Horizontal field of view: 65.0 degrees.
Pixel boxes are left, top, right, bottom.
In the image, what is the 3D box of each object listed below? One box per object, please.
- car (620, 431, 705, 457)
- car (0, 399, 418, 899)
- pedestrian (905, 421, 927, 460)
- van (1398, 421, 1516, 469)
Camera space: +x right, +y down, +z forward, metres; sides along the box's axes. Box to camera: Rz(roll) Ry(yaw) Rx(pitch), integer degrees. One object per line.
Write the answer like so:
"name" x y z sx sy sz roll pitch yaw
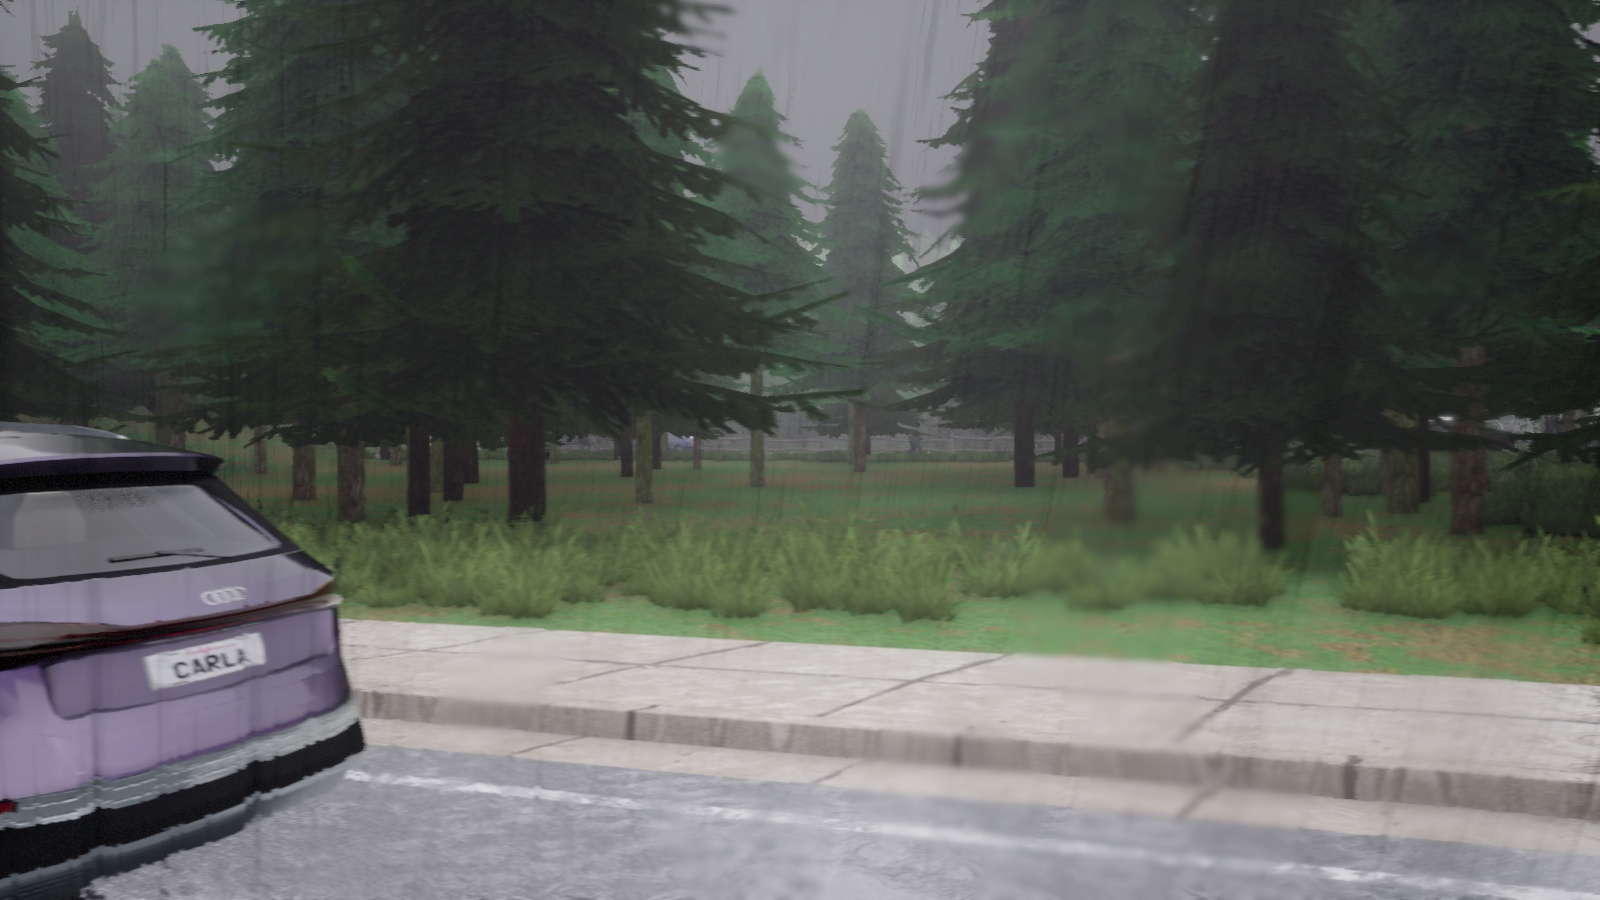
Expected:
"car" -8.074 -0.361 73.907 4.674 1.442 1.812 1 1 21
"car" -4.072 0.668 4.562 4.856 1.649 2.033 1 1 19
"pedestrian" 5.614 -0.463 60.767 0.900 1.855 0.874 1 1 19
"van" 29.097 -0.243 55.808 4.480 2.038 2.069 1 1 23
